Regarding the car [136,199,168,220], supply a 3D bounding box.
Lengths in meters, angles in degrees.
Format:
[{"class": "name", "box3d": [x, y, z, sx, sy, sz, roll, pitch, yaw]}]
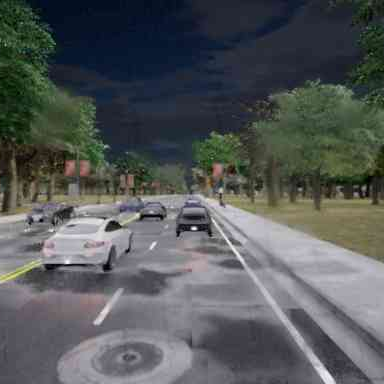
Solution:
[{"class": "car", "box3d": [-3.148, 1.524, 27.808, 1.994, 1.385, 4.181, 0, 0, 0]}]

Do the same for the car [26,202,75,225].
[{"class": "car", "box3d": [-9.840, 1.458, 23.503, 2.128, 1.511, 4.902, 0, 0, 0]}]

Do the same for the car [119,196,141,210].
[{"class": "car", "box3d": [-6.523, 1.301, 36.174, 2.097, 1.767, 4.553, 0, 0, 0]}]

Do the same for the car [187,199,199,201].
[{"class": "car", "box3d": [0.104, 1.474, 37.205, 1.812, 1.442, 4.674, 0, 0, 0]}]

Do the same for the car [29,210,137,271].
[{"class": "car", "box3d": [-3.149, 1.510, 10.721, 1.812, 1.442, 4.674, 0, 0, 0]}]

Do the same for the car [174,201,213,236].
[{"class": "car", "box3d": [0.102, 1.478, 18.211, 1.837, 1.490, 4.892, 0, 0, 0]}]
